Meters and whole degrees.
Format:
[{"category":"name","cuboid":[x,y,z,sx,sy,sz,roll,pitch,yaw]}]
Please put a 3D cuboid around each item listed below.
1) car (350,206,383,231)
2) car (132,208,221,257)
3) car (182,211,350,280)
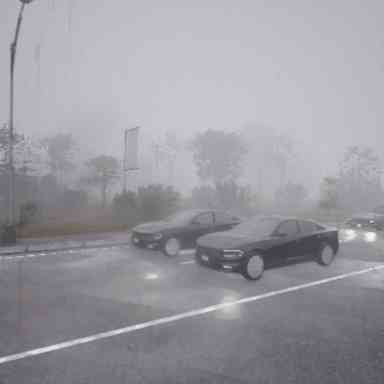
[{"category":"car","cuboid":[11.937,1.587,20.932,5.357,1.411,2.033,1,0,-35]},{"category":"car","cuboid":[0.165,1.388,12.667,5.008,1.535,1.882,1,0,-35]},{"category":"car","cuboid":[2.381,1.441,9.947,5.008,1.535,1.882,1,0,-35]}]
